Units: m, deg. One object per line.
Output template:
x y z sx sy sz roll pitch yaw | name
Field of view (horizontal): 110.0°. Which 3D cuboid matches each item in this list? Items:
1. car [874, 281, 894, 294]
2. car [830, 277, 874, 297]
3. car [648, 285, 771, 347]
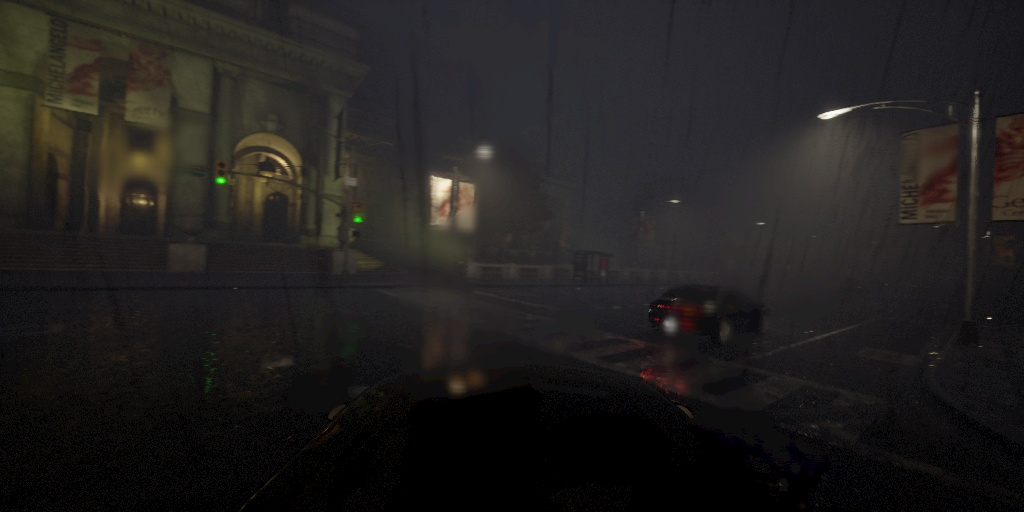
45.377 3.826 44.264 4.892 1.490 1.837 3 0 -35 | car
34.433 3.064 36.270 4.553 1.767 2.097 3 0 -37 | car
5.977 1.611 10.657 4.892 1.490 1.837 3 -1 -37 | car
